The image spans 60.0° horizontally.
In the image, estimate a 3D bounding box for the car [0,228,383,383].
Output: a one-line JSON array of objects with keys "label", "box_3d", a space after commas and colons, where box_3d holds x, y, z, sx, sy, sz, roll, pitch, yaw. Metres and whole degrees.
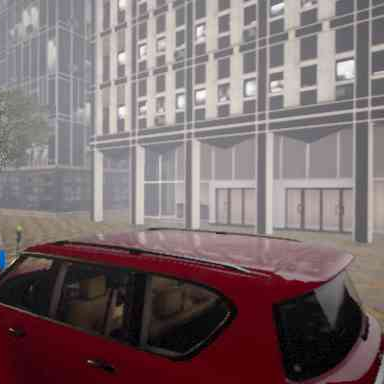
[{"label": "car", "box_3d": [-0.779, 1.322, 3.420, 5.009, 1.841, 2.192, 0, 0, 36]}]
